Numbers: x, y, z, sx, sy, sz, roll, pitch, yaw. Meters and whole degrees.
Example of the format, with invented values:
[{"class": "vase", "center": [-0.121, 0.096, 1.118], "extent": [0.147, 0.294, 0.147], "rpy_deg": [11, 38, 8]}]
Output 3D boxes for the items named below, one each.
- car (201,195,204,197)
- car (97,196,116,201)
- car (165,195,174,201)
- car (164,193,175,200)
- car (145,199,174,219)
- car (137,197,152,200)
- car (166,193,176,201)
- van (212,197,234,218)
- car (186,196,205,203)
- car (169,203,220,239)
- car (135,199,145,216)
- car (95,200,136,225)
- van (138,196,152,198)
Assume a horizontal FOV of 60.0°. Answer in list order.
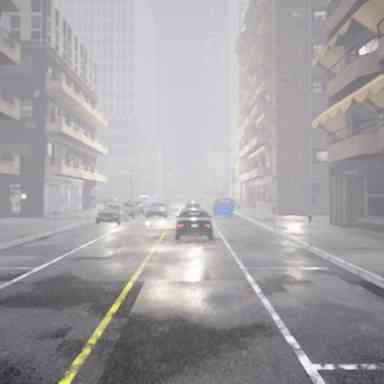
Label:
[{"class": "car", "center": [2.716, 1.568, 89.802], "extent": [1.802, 1.307, 4.206], "rpy_deg": [1, 0, 0]}, {"class": "car", "center": [-16.482, 1.490, 63.172], "extent": [4.097, 1.590, 1.967], "rpy_deg": [0, -1, 0]}, {"class": "car", "center": [-5.665, 1.569, 84.166], "extent": [1.802, 1.307, 4.206], "rpy_deg": [1, 0, 0]}, {"class": "car", "center": [-5.663, 1.428, 78.591], "extent": [1.967, 1.590, 4.097], "rpy_deg": [1, 0, 0]}, {"class": "car", "center": [-2.996, 1.596, 29.898], "extent": [2.033, 1.411, 5.357], "rpy_deg": [0, 0, 0]}, {"class": "car", "center": [-5.639, 1.562, 34.983], "extent": [1.947, 1.339, 4.313], "rpy_deg": [1, 0, 0]}, {"class": "car", "center": [-5.659, 1.301, 89.741], "extent": [2.192, 1.841, 5.009], "rpy_deg": [1, 0, 0]}, {"class": "van", "center": [2.712, 1.337, 29.495], "extent": [1.690, 1.788, 3.998], "rpy_deg": [1, 0, 0]}, {"class": "car", "center": [0.105, 1.542, 37.714], "extent": [2.033, 1.411, 5.357], "rpy_deg": [0, 0, 0]}, {"class": "car", "center": [0.102, 1.545, 17.329], "extent": [2.033, 1.411, 5.357], "rpy_deg": [0, 0, 0]}, {"class": "car", "center": [-5.639, 1.579, 29.444], "extent": [1.802, 1.307, 4.206], "rpy_deg": [1, 0, 0]}, {"class": "car", "center": [-5.640, 1.548, 23.903], "extent": [2.008, 1.369, 4.403], "rpy_deg": [1, 0, 0]}, {"class": "van", "center": [-5.803, 1.336, 40.524], "extent": [1.690, 1.788, 3.998], "rpy_deg": [1, 0, 0]}]
